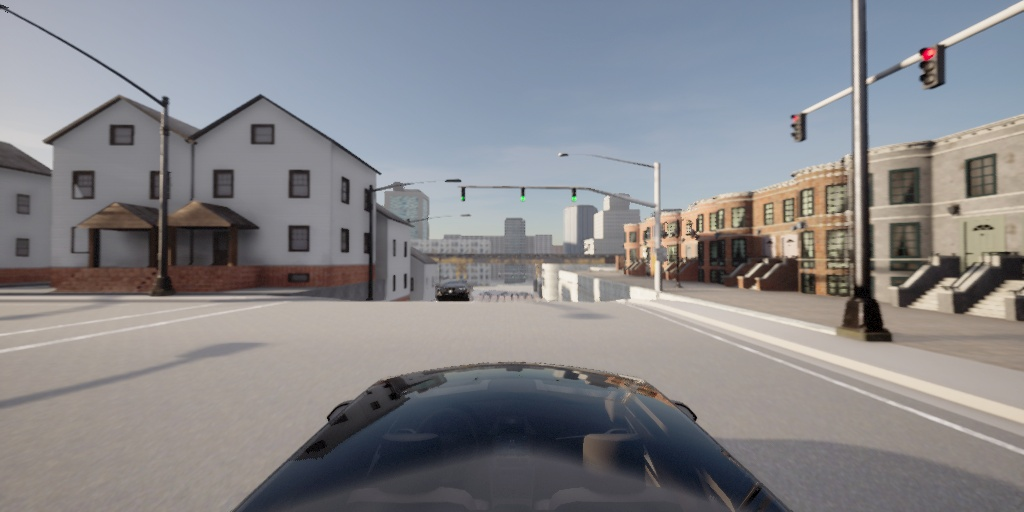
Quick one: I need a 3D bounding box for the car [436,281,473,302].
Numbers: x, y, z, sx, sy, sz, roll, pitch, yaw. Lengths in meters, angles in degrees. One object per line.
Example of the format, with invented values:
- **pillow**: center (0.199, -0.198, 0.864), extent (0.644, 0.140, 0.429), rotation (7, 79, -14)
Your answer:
- **car**: center (-3.553, 2.360, 22.940), extent (1.837, 1.490, 4.892), rotation (0, -14, -1)
